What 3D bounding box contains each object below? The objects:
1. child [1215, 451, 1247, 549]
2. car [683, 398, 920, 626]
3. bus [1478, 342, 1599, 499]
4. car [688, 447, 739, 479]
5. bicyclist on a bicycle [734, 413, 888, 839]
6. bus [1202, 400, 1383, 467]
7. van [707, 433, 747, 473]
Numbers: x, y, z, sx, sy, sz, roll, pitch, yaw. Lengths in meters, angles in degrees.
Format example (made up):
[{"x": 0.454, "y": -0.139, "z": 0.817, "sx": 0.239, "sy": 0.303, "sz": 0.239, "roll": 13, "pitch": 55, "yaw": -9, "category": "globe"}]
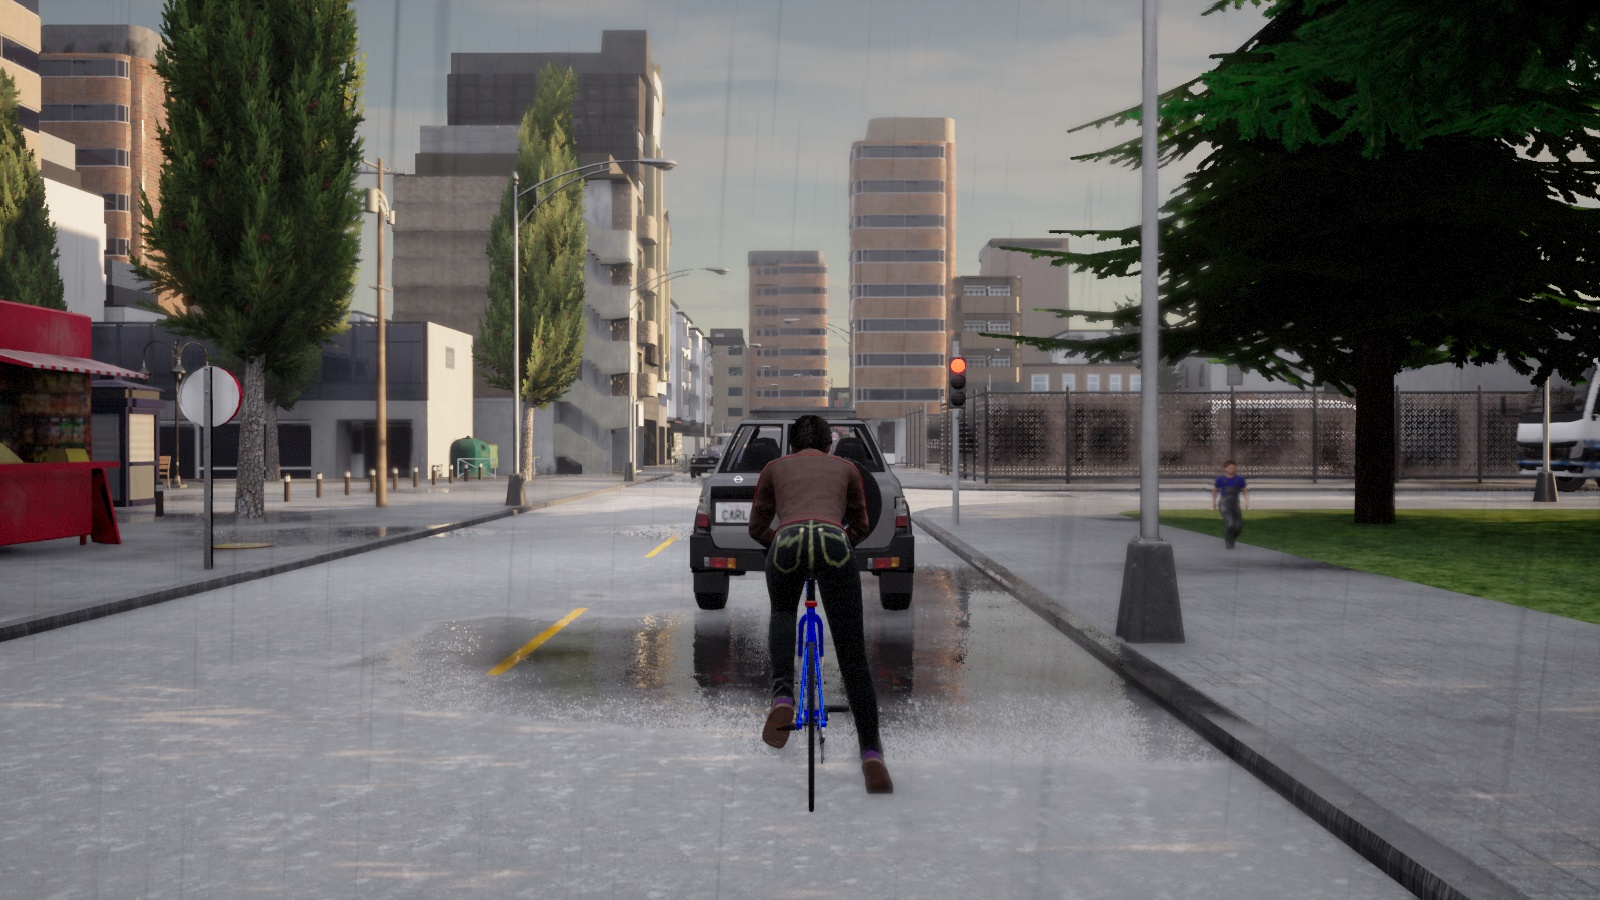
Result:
[{"x": 5.632, "y": 0.648, "z": 16.406, "sx": 0.270, "sy": 1.263, "sz": 0.437, "roll": 0, "pitch": 0, "yaw": 1, "category": "child"}, {"x": 0.062, "y": 0.493, "z": 12.525, "sx": 1.932, "sy": 1.855, "sz": 4.605, "roll": 0, "pitch": 0, "yaw": 1, "category": "car"}, {"x": 25.715, "y": -0.813, "z": 36.137, "sx": 10.273, "sy": 4.253, "sz": 3.944, "roll": 0, "pitch": 0, "yaw": 0, "category": "bus"}, {"x": -3.731, "y": 0.534, "z": 54.912, "sx": 1.895, "sy": 1.301, "sz": 4.718, "roll": 0, "pitch": 0, "yaw": 0, "category": "car"}, {"x": 0.048, "y": 0.668, "z": 5.601, "sx": 0.582, "sy": 1.620, "sz": 1.656, "roll": 0, "pitch": 0, "yaw": 0, "category": "bicyclist on a bicycle"}, {"x": 31.817, "y": -1.065, "z": 81.548, "sx": 10.273, "sy": 4.253, "sz": 3.944, "roll": 0, "pitch": 0, "yaw": 4, "category": "bus"}, {"x": -3.689, "y": 0.136, "z": 63.913, "sx": 1.775, "sy": 1.987, "sz": 4.442, "roll": 0, "pitch": 0, "yaw": 0, "category": "van"}]
